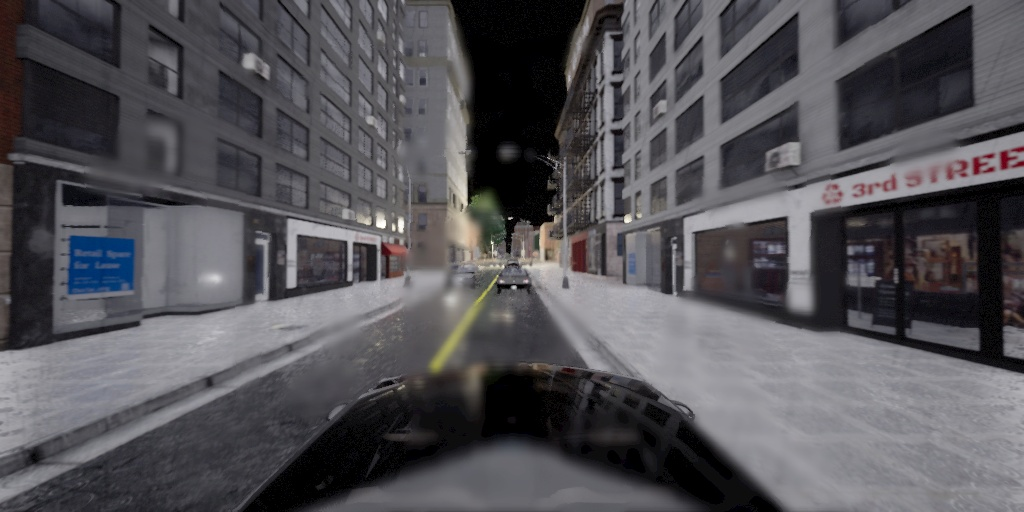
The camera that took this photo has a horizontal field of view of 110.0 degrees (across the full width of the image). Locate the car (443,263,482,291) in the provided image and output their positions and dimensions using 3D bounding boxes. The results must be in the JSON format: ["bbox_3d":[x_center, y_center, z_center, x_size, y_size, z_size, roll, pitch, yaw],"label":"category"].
[{"bbox_3d":[-2.854,1.199,21.597,2.128,1.511,4.902,0,0,0],"label":"car"}]

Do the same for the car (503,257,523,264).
[{"bbox_3d":[0.090,1.143,39.115,1.837,1.490,4.892,0,0,0],"label":"car"}]

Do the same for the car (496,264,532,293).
[{"bbox_3d":[0.104,1.312,20.499,1.895,1.301,4.718,0,0,0],"label":"car"}]
